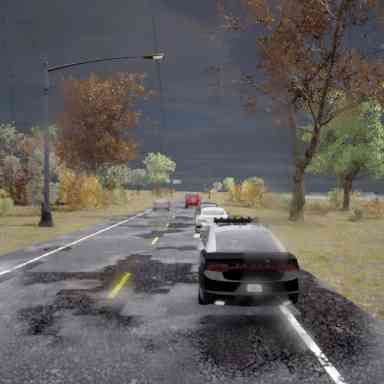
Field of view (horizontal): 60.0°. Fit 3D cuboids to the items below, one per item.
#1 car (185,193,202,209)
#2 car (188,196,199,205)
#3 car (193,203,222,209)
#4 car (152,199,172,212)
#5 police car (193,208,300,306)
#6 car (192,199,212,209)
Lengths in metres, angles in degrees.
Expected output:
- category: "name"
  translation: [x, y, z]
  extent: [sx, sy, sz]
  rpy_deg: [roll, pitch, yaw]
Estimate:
- category: "car"
  translation: [0.205, 1.214, 45.325]
  extent: [2.150, 2.045, 5.566]
  rpy_deg: [0, 0, 1]
- category: "car"
  translation: [0.230, 1.511, 59.527]
  extent: [1.812, 1.442, 4.674]
  rpy_deg: [0, 0, 0]
- category: "car"
  translation: [1.097, 1.525, 18.111]
  extent: [1.812, 1.442, 4.674]
  rpy_deg: [0, 0, 0]
- category: "car"
  translation: [-3.463, 1.521, 38.570]
  extent: [1.812, 1.442, 4.674]
  rpy_deg: [0, 0, 0]
- category: "police car"
  translation: [1.066, 1.425, 8.227]
  extent: [1.930, 1.638, 5.238]
  rpy_deg: [0, 0, 0]
- category: "car"
  translation: [1.123, 1.504, 24.110]
  extent: [1.837, 1.490, 4.892]
  rpy_deg: [0, 0, 0]
